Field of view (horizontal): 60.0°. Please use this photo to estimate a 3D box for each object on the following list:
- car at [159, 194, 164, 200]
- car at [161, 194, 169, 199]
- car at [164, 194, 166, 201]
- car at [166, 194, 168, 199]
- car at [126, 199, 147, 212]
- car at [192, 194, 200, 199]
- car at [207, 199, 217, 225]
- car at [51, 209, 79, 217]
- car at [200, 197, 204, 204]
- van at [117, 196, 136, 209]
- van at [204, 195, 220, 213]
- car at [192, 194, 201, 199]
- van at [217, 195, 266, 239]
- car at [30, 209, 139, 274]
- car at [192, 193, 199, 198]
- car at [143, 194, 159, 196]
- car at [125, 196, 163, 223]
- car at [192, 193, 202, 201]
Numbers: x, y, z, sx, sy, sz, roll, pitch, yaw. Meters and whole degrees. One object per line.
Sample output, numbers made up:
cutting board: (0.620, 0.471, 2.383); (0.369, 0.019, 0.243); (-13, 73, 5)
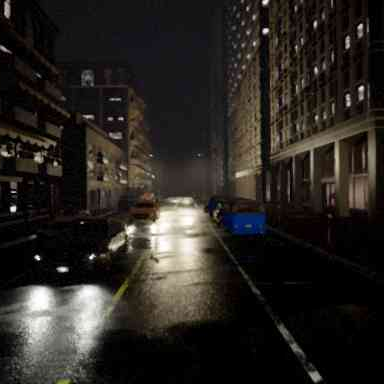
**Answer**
car: (-6.809, 1.372, 61.310); (1.947, 1.339, 4.313); (-1, 0, -1)
car: (-7.344, 1.241, 89.547); (1.887, 1.381, 4.507); (-1, 0, -1)
car: (-6.916, 1.333, 66.957); (2.008, 1.369, 4.403); (-1, 0, -1)
car: (-7.127, 1.264, 78.082); (1.752, 1.417, 4.829); (-1, 0, -1)
car: (-6.382, 1.485, 38.719); (1.802, 1.307, 4.206); (-1, 0, -1)
car: (1.034, 1.149, 89.705); (1.802, 1.307, 4.206); (-1, 0, -1)
car: (2.316, 1.402, 21.934); (2.008, 1.369, 4.403); (-1, 0, -1)
car: (-5.955, 1.558, 16.129); (2.008, 1.369, 4.403); (-1, 0, -1)
car: (2.102, 1.365, 33.229); (1.947, 1.339, 4.313); (-1, 0, -1)
van: (-6.279, 1.270, 33.071); (1.690, 1.788, 3.998); (-1, 0, -1)
van: (2.207, 1.166, 27.581); (1.690, 1.788, 3.998); (-1, 0, -1)
car: (1.141, 1.153, 84.057); (1.947, 1.339, 4.313); (-1, 0, -1)
van: (2.420, 1.219, 16.286); (1.690, 1.788, 3.998); (-1, 0, -1)
car: (-3.269, 1.540, 10.949); (2.033, 1.411, 5.357); (-1, 0, -1)
car: (0.926, 0.987, 95.351); (1.967, 1.590, 4.097); (-1, 0, -1)
car: (-6.600, 1.169, 50.013); (2.192, 1.841, 5.009); (-1, 0, -1)
car: (-3.514, 1.403, 25.227); (1.882, 1.535, 5.008); (-1, 1, -1)
car: (1.355, 1.212, 72.762); (1.802, 1.307, 4.206); (-1, 0, -1)
